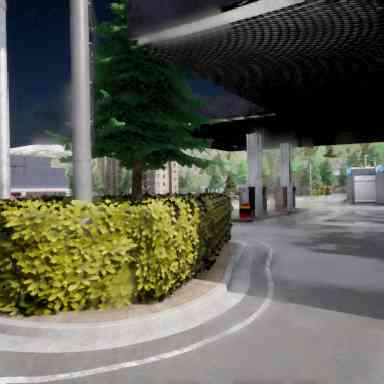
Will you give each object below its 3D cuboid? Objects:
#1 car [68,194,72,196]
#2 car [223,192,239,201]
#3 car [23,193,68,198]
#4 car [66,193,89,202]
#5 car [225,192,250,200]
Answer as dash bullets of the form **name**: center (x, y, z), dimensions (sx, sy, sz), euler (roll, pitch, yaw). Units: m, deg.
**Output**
- **car**: center (-24.271, 1.124, 63.885), dimensions (3.866, 1.878, 1.905), euler (-1, 1, 35)
- **car**: center (7.405, 0.851, 63.928), dimensions (5.027, 1.636, 2.152), euler (-1, 1, 35)
- **car**: center (-14.795, 1.183, 33.599), dimensions (3.866, 1.878, 1.905), euler (-1, 1, 35)
- **car**: center (-22.926, 1.103, 66.494), dimensions (4.605, 1.855, 1.932), euler (-1, 1, 35)
- **car**: center (9.177, 0.812, 66.517), dimensions (4.514, 1.523, 2.007), euler (-1, 1, 35)
